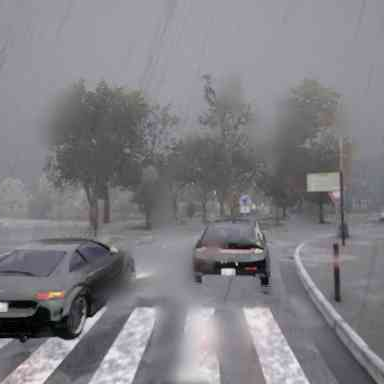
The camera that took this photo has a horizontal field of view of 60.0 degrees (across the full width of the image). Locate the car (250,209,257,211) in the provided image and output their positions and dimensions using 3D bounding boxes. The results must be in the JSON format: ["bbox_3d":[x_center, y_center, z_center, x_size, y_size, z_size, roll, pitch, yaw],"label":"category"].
[{"bbox_3d":[11.485,4.277,70.842,4.902,1.511,2.128,-4,-6,22],"label":"car"}]

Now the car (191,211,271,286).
[{"bbox_3d":[1.196,1.519,9.519,2.128,1.511,4.902,-1,-1,10],"label":"car"}]

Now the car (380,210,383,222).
[{"bbox_3d":[19.584,2.063,32.035,1.812,1.442,4.674,-4,-3,44],"label":"car"}]

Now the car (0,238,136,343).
[{"bbox_3d":[-2.538,1.610,6.699,1.994,1.385,4.181,-1,0,6],"label":"car"}]

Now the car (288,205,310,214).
[{"bbox_3d":[22.209,3.656,66.782,5.566,2.045,2.150,-4,-6,44],"label":"car"}]
